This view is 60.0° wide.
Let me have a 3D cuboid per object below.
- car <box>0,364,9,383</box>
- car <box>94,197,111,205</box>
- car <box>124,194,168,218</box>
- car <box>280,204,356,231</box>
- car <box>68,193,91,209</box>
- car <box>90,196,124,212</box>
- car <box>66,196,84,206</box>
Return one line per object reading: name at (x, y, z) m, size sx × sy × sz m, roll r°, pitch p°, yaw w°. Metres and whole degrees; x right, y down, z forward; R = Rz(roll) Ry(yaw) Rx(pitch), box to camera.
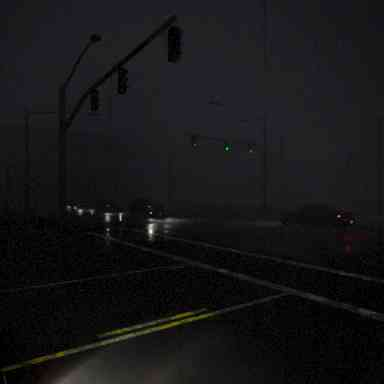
car at (-3.632, 1.547, 1.216) m, size 5.357 × 1.411 × 2.033 m, roll 0°, pitch 0°, yaw -35°
car at (-16.541, 1.601, 61.867) m, size 1.895 × 1.301 × 4.718 m, roll 0°, pitch 0°, yaw 1°
car at (-4.036, 1.352, 30.468) m, size 2.097 × 1.767 × 4.553 m, roll 0°, pitch 0°, yaw -36°
car at (7.658, 1.490, 20.629) m, size 1.812 × 1.442 × 4.674 m, roll 0°, pitch 0°, yaw -36°
car at (-15.559, 1.221, 46.656) m, size 2.150 × 2.045 × 5.566 m, roll 0°, pitch 0°, yaw -33°
car at (-9.818, 1.526, 38.474) m, size 1.812 × 1.442 × 4.674 m, roll 0°, pitch 0°, yaw -36°
car at (-19.597, 1.492, 56.043) m, size 2.128 × 1.511 × 4.902 m, roll 0°, pitch 0°, yaw -10°
